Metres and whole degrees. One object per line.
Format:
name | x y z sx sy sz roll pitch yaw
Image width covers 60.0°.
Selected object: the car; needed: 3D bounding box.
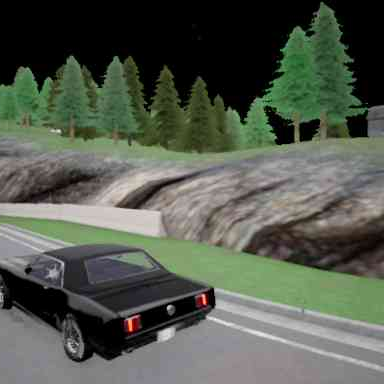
car | -1.931 1.606 5.967 4.718 1.301 1.895 0 0 44
